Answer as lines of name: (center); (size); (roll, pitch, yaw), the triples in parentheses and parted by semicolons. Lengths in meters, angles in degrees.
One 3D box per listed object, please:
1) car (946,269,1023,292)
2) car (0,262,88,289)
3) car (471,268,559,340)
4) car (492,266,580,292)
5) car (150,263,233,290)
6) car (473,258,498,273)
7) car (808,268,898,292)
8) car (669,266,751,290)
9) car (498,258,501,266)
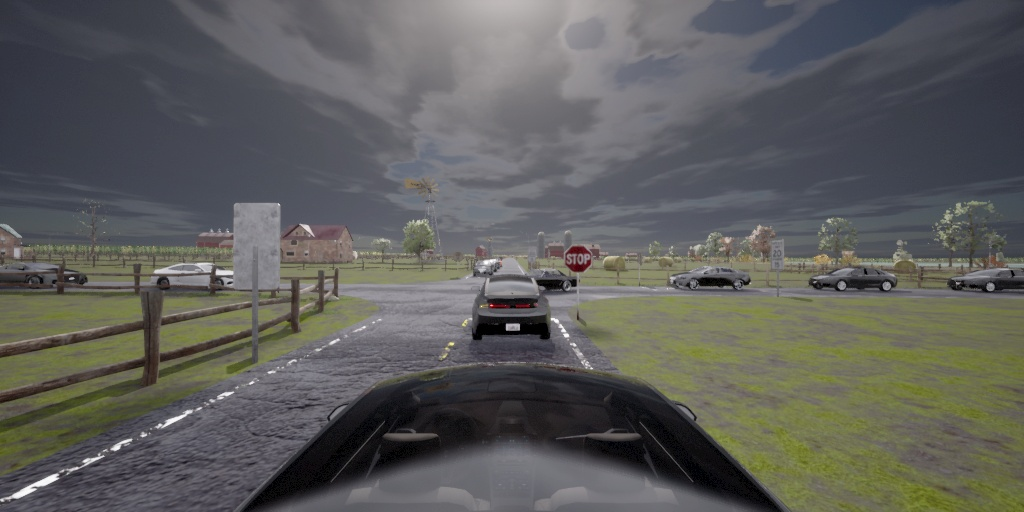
car: (31.692, 1.587, 23.574); (4.892, 1.490, 1.837); (1, -1, -1)
car: (-26.372, 1.048, 19.813); (4.181, 1.385, 1.994); (1, -1, -1)
car: (-0.078, 1.256, 9.992); (1.837, 1.490, 4.892); (0, 0, -2)
car: (1.491, 1.369, 20.039); (4.718, 1.301, 1.895); (1, 0, -35)
car: (-17.252, 1.104, 19.939); (4.674, 1.442, 1.812); (1, -1, -1)
car: (-2.877, 1.243, 36.677); (2.128, 1.511, 4.902); (0, 0, 0)
car: (22.189, 1.499, 23.449); (4.892, 1.490, 1.837); (1, -1, -1)
car: (12.788, 1.397, 23.273); (4.902, 1.511, 2.128); (1, -1, -2)
car: (-2.874, 1.242, 46.123); (2.128, 1.511, 4.902); (0, 0, 0)
